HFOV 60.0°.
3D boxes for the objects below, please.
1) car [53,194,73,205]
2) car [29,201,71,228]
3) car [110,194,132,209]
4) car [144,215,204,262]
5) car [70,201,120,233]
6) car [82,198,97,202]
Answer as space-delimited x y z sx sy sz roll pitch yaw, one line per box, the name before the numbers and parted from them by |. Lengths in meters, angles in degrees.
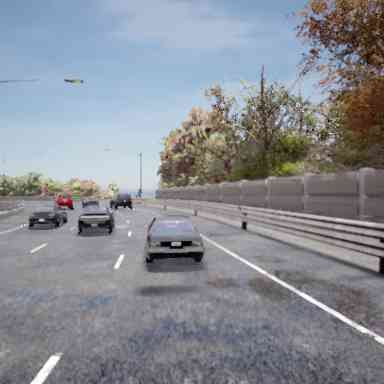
car | -17.513 1.285 45.199 2.150 2.045 5.566 0 0 -25
car | -9.717 1.561 22.691 1.812 1.442 4.674 0 0 -12
car | -9.578 1.256 44.661 2.150 2.045 5.566 0 0 -23
car | -0.743 1.550 12.130 2.033 1.411 5.357 0 0 -7
car | -5.578 1.512 19.786 2.128 1.511 4.902 0 0 -11
car | -14.064 1.556 45.990 1.837 1.490 4.892 0 0 -25
